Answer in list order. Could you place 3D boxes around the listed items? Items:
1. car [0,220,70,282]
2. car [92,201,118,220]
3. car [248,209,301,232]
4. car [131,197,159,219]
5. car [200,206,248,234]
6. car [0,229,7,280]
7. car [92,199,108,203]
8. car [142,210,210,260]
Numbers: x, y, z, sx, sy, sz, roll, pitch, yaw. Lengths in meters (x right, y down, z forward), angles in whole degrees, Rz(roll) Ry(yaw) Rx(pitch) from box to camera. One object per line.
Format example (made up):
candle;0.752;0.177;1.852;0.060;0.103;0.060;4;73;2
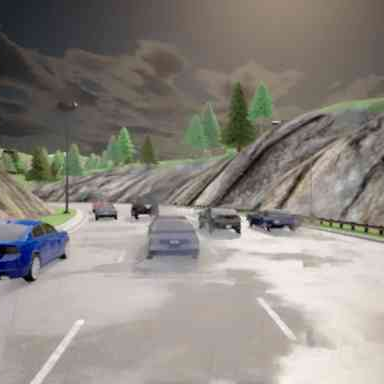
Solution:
car;-5.117;1.559;9.973;1.882;1.535;5.008;0;0;-6
car;-7.980;1.799;30.992;1.994;1.385;4.181;0;0;-15
car;5.001;1.744;21.163;1.895;1.301;4.718;0;0;-10
car;-4.607;1.458;32.023;2.150;2.045;5.566;0;0;-15
car;1.580;1.645;20.262;1.837;1.490;4.892;0;-1;-9
car;-4.689;1.546;4.428;1.837;1.490;4.892;0;0;-3
car;-11.771;1.680;43.102;2.097;1.767;4.553;0;0;-20
car;-0.839;1.642;12.953;2.033;1.411;5.357;0;0;-7
